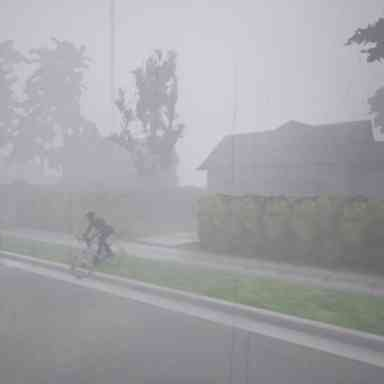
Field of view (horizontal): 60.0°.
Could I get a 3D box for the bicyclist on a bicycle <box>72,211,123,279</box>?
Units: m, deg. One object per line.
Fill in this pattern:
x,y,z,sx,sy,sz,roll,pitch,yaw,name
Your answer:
-2.430,1.297,8.591,0.582,1.620,1.656,0,6,36,bicyclist on a bicycle
